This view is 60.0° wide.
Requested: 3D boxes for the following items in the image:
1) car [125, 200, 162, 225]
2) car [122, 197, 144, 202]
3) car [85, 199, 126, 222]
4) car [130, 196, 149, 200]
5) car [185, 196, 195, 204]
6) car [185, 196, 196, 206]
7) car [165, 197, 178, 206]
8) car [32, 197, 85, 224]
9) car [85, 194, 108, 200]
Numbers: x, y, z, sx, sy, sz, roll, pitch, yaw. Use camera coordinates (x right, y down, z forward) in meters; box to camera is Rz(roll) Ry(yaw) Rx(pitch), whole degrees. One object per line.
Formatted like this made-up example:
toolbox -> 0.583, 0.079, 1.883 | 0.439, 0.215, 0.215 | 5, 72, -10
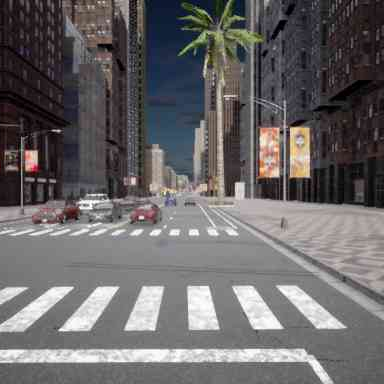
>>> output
car -> -3.291, 1.530, 24.214 | 1.812, 1.442, 4.674 | 0, 0, 1
car -> -6.802, 1.558, 35.850 | 2.033, 1.411, 5.357 | 0, 0, 0
car -> -6.742, 1.531, 26.179 | 1.812, 1.442, 4.674 | 0, 0, 0
car -> -6.852, 1.513, 46.146 | 2.128, 1.511, 4.902 | 0, 0, 0
car -> -0.381, 1.539, 66.547 | 1.882, 1.535, 5.008 | 0, 0, 0
car -> -0.321, 1.586, 56.124 | 2.033, 1.411, 5.357 | 0, 0, 0
car -> -3.574, 1.565, 56.522 | 1.812, 1.442, 4.674 | 0, 0, 0
car -> -9.987, 1.357, 24.769 | 2.097, 1.767, 4.553 | 0, 0, 0
car -> -10.043, 1.231, 34.257 | 2.150, 2.045, 5.566 | 0, 0, 0
